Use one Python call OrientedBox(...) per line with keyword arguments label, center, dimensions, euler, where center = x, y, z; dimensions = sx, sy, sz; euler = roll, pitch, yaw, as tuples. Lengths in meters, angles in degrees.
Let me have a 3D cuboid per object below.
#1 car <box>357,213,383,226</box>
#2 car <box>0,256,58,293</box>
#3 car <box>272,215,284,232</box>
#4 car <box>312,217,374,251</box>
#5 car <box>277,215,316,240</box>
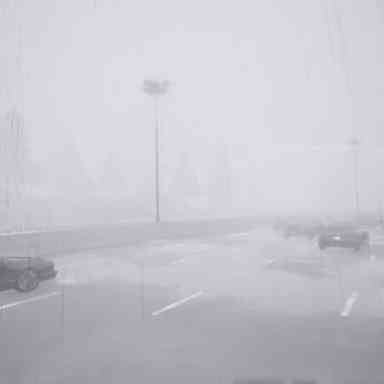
OrientedBox(label="car", center=(17.573, 2.780, 33.014), dimensions=(4.181, 1.385, 1.994), euler=(1, -4, -40))
OrientedBox(label="car", center=(-6.174, 2.087, 8.314), dimensions=(2.033, 1.411, 5.357), euler=(-3, -3, 32))
OrientedBox(label="car", center=(8.894, 2.767, 29.751), dimensions=(1.812, 1.442, 4.674), euler=(-4, -4, 43))
OrientedBox(label="car", center=(8.171, 2.252, 17.761), dimensions=(1.994, 1.385, 4.181), euler=(-3, -3, 34))
OrientedBox(label="car", center=(7.879, 2.472, 23.079), dimensions=(1.812, 1.442, 4.674), euler=(-3, -3, 38))
